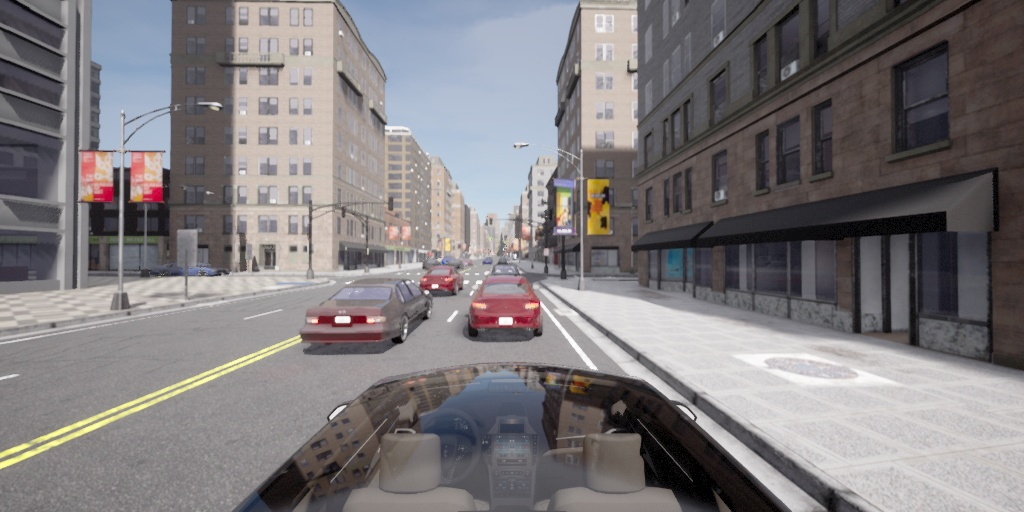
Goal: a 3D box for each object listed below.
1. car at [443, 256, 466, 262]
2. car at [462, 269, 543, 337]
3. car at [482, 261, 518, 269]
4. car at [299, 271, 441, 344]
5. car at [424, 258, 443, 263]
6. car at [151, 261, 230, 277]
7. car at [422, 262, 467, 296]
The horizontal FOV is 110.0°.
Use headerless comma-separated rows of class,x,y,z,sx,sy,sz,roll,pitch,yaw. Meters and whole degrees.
car,-7.904,1.147,49.629,1.882,1.535,5.008,0,0,-1
car,-0.181,1.266,10.195,1.812,1.442,4.674,0,0,-1
car,-0.409,1.219,19.280,2.128,1.511,4.902,0,0,-3
car,-3.411,1.289,9.514,2.033,1.411,5.357,0,0,-2
car,-11.155,1.147,49.717,1.882,1.535,5.008,0,0,-1
car,-27.428,1.144,30.632,5.357,1.411,2.033,0,-1,-2
car,-3.665,1.253,19.102,1.812,1.442,4.674,0,0,-2
